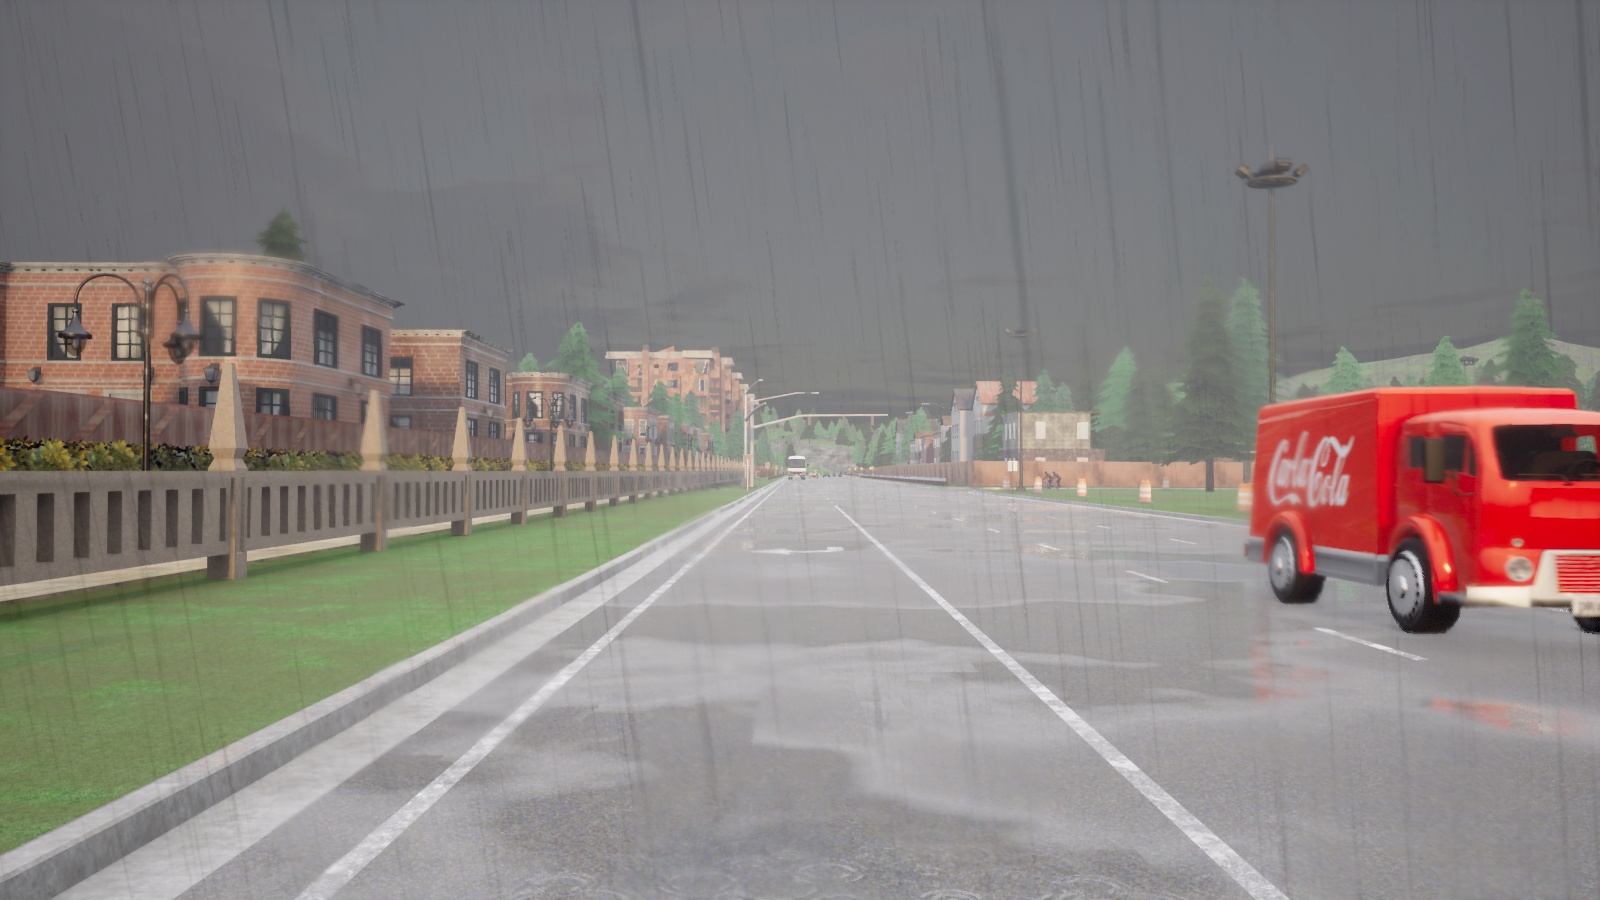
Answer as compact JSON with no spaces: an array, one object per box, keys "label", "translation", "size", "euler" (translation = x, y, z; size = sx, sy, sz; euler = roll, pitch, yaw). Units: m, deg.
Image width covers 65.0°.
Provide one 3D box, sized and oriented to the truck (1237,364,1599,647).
[{"label":"truck","translation":[6.966,0.527,13.588],"size":[2.627,2.467,5.204],"euler":[0,-1,0]}]
